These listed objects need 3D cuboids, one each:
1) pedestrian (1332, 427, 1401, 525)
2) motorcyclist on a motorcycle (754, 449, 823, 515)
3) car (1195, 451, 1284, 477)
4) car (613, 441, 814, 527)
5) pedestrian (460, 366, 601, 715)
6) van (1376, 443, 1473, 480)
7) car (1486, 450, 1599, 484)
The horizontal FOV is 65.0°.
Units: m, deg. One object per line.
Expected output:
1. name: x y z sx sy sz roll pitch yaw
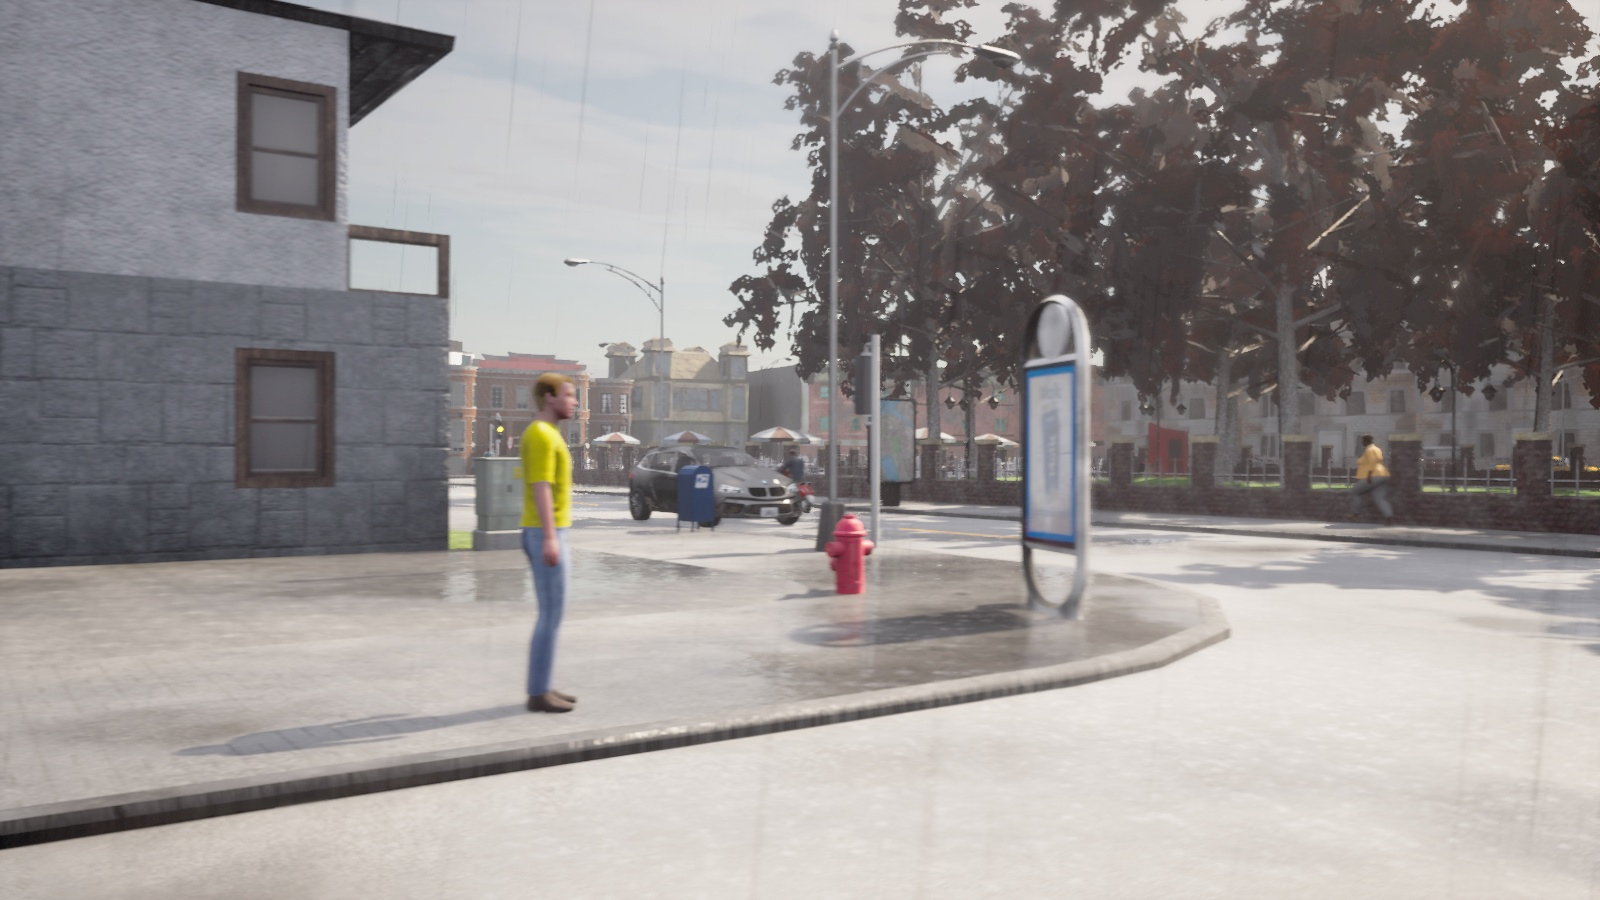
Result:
1. pedestrian: 11.061 0.499 24.542 0.874 1.855 0.900 0 0 -35
2. motorcyclist on a motorcycle: -0.308 0.782 31.491 0.866 1.590 1.817 0 0 -35
3. car: 27.278 0.856 78.034 2.128 1.511 4.902 0 0 -35
4. car: -1.951 0.664 26.858 2.242 1.667 4.611 0 0 -34
5. pedestrian: -1.452 0.475 6.809 0.706 1.836 0.354 0 0 -5
6. van: 33.979 0.616 68.448 1.775 1.987 4.442 0 0 -35
7. car: 35.559 0.775 59.208 1.801 1.575 5.366 0 0 -35
